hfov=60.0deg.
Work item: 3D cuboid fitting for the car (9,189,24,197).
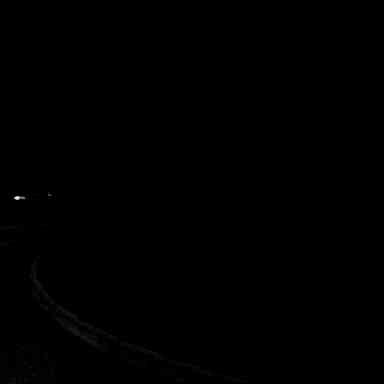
[{"bbox_3d":[-30.707,0.128,58.385,1.994,1.385,4.181,-1,3,-45],"label":"car"}]

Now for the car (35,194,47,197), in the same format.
[{"bbox_3d":[-25.675,0.123,56.622,2.128,1.511,4.902,-1,2,-24],"label":"car"}]
